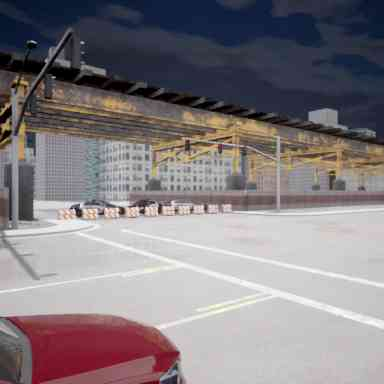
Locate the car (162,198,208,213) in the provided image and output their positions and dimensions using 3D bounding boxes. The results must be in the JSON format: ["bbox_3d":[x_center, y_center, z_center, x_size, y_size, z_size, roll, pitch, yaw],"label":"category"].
[{"bbox_3d":[-0.804,1.453,36.824,4.974,1.542,2.038,0,0,-7],"label":"car"}]

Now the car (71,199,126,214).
[{"bbox_3d":[-8.491,1.295,30.363,4.536,1.218,1.853,0,0,8],"label":"car"}]

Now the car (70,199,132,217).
[{"bbox_3d":[-8.440,1.453,30.356,4.974,1.542,2.038,0,0,8],"label":"car"}]

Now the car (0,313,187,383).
[{"bbox_3d":[-2.195,1.526,2.201,4.674,1.442,1.812,0,0,-35],"label":"car"}]

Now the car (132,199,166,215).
[{"bbox_3d":[-4.703,1.453,33.052,2.038,1.542,4.974,0,0,18],"label":"car"}]

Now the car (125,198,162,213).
[{"bbox_3d":[-4.687,1.295,33.102,1.853,1.218,4.536,0,0,18],"label":"car"}]

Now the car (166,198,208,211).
[{"bbox_3d":[-0.855,1.295,36.817,4.536,1.218,1.853,0,0,-7],"label":"car"}]
